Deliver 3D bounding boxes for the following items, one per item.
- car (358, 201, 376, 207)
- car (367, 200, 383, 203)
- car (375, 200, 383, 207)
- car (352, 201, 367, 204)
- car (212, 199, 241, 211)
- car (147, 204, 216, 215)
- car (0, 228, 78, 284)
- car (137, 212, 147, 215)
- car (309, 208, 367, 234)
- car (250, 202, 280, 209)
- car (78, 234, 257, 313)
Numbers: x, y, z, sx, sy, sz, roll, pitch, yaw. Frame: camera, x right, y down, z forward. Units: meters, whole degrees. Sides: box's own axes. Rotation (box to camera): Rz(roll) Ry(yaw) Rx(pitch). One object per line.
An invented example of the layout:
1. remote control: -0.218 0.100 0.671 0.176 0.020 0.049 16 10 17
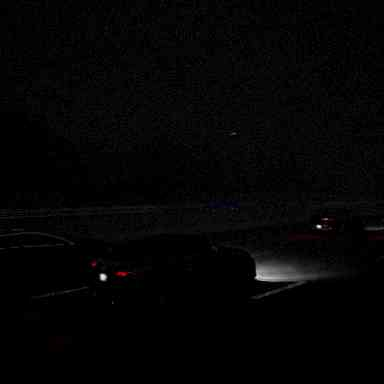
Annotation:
1. car: 38.987 2.591 74.033 4.181 1.385 1.994 1 -2 -40
2. car: 30.276 2.103 52.862 5.008 1.535 1.882 1 -2 -40
3. car: 41.259 2.456 71.373 4.892 1.490 1.837 1 -2 -40
4. car: 28.017 2.234 55.523 4.674 1.442 1.812 1 -2 -40
5. car: 4.081 1.951 44.383 5.566 2.045 2.150 0 -1 -40
6. car: -0.770 1.977 26.441 5.008 1.535 1.882 0 -1 -40
7. car: -4.530 1.738 9.170 4.902 1.511 2.128 0 -1 -40
8. car: -2.691 2.074 29.400 4.902 1.511 2.128 0 -1 -40
9. car: 9.213 1.747 20.899 4.892 1.490 1.837 0 -1 -40
10. car: 9.847 2.131 44.694 5.008 1.535 1.882 0 -1 -40
11. car: -0.306 1.729 8.173 4.181 1.385 1.994 0 -1 -40
